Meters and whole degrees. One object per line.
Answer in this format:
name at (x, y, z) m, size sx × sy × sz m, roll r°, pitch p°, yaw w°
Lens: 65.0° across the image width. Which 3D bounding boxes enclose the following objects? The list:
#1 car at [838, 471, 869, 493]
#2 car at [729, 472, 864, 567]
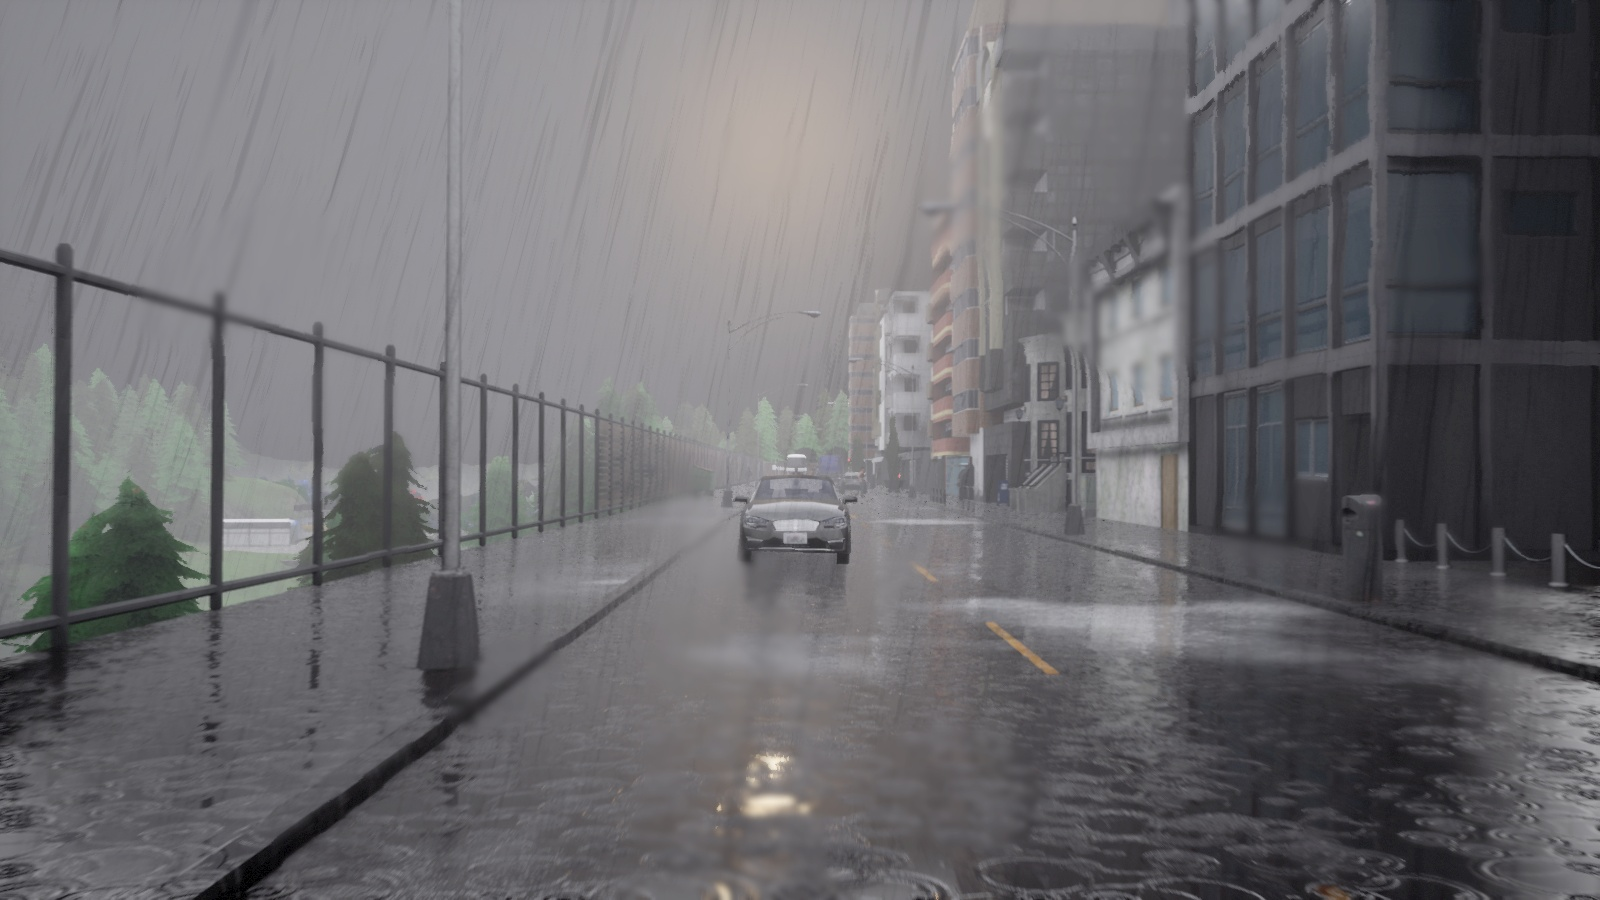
car at (3.750, 2.238, 89.071) m, size 2.007 × 1.525 × 4.514 m, roll 0°, pitch -1°, yaw 0°
car at (-0.063, 1.146, 22.422) m, size 2.128 × 1.511 × 4.902 m, roll 0°, pitch -1°, yaw 0°
